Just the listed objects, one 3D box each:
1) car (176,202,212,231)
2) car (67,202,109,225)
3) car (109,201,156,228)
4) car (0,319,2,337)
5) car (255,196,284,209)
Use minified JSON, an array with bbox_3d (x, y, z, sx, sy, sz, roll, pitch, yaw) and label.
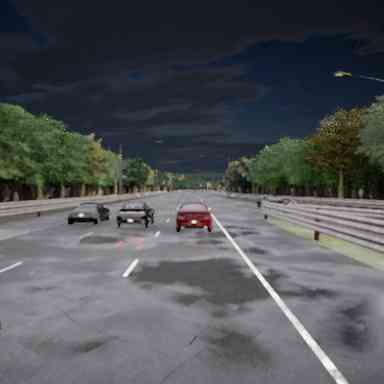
[{"bbox_3d":[0.107,1.334,19.286,1.882,1.535,5.008,0,0,0],"label":"car"},{"bbox_3d":[-6.892,1.396,22.695,1.994,1.385,4.181,0,0,0],"label":"car"},{"bbox_3d":[-3.392,1.338,20.765,2.128,1.511,4.902,0,0,0],"label":"car"},{"bbox_3d":[-3.397,1.507,2.398,1.812,1.442,4.674,0,0,0],"label":"car"},{"bbox_3d":[9.040,1.246,39.237,1.882,1.535,5.008,0,0,-11],"label":"car"}]
